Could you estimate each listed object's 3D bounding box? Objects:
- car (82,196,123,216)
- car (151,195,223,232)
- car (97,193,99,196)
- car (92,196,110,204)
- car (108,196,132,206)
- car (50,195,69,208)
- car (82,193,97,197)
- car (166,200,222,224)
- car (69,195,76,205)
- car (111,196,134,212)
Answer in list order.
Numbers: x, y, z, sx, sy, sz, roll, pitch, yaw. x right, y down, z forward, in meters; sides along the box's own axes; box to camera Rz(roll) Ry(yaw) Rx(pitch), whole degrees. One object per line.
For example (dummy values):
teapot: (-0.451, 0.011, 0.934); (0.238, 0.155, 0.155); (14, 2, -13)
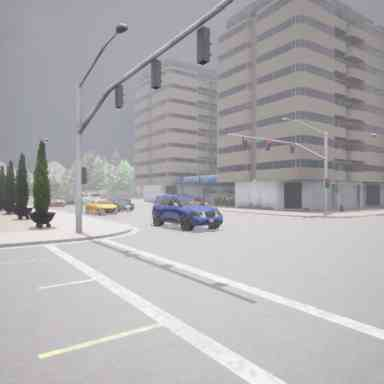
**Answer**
car: (-8.943, 1.477, 32.686); (1.882, 1.535, 5.008); (0, 0, -35)
car: (-0.495, 1.222, 20.533); (2.150, 2.045, 5.566); (0, 0, -35)
car: (-12.147, 1.352, 49.913); (2.097, 1.767, 4.553); (0, 0, -35)
car: (-17.509, 1.505, 63.759); (1.837, 1.490, 4.892); (0, 0, -34)
car: (-12.199, 1.491, 56.122); (2.128, 1.511, 4.902); (0, 0, -35)
car: (-19.908, 1.352, 48.504); (2.097, 1.767, 4.553); (0, 0, -35)
car: (-17.693, 1.221, 57.886); (2.150, 2.045, 5.566); (0, 0, -34)
car: (0.024, 1.478, 25.916); (1.882, 1.535, 5.008); (0, 0, -35)
car: (-21.092, 1.351, 56.427); (2.097, 1.767, 4.553); (0, 0, -34)
car: (-8.228, 1.491, 37.791); (2.128, 1.511, 4.902); (0, 0, -35)
